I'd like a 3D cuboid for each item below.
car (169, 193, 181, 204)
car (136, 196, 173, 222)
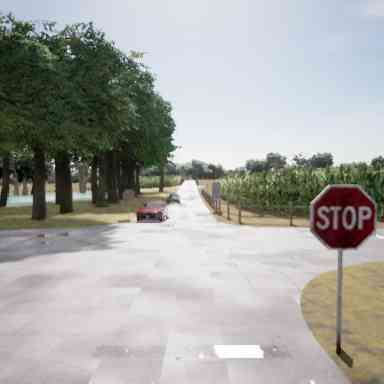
[{"bbox_3d":[-2.741,0.977,50.513,1.837,1.490,4.892,0,1,0],"label":"car"},{"bbox_3d":[-2.909,1.392,25.359,1.882,1.535,5.008,0,1,3],"label":"car"}]
